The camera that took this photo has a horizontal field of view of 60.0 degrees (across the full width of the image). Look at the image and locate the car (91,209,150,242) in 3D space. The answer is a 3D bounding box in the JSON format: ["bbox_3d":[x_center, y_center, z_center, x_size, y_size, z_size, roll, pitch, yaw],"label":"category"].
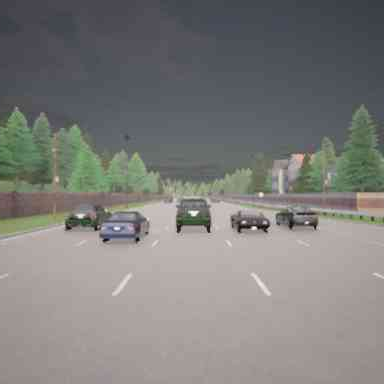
[{"bbox_3d":[-3.402,1.733,17.576,2.033,1.411,5.357,0,-1,0],"label":"car"}]

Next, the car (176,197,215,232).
[{"bbox_3d":[0.098,1.455,22.145,2.150,2.045,5.566,0,-1,0],"label":"car"}]

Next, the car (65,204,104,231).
[{"bbox_3d":[-6.903,1.591,22.692,2.097,1.767,4.553,0,-1,0],"label":"car"}]

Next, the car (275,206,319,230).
[{"bbox_3d":[7.098,1.733,22.946,2.128,1.511,4.902,0,-1,0],"label":"car"}]

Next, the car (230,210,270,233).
[{"bbox_3d":[3.598,1.827,21.461,1.895,1.301,4.718,0,-1,0],"label":"car"}]
